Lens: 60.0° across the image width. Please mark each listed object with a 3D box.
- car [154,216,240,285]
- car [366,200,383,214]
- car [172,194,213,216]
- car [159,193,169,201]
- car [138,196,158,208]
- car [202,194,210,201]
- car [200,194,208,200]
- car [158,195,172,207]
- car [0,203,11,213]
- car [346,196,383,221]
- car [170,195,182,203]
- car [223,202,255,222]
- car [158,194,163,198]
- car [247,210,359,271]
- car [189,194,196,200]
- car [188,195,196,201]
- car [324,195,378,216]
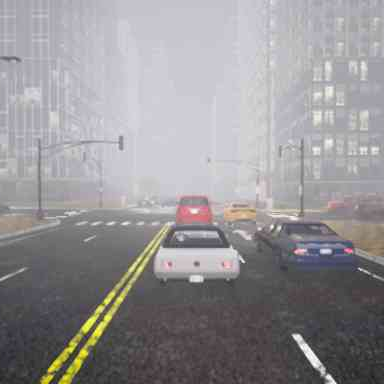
[{"bbox_3d":[0.103,1.590,9.428,1.895,1.301,4.718,0,0,0],"label":"car"},{"bbox_3d":[21.825,1.619,36.226,4.829,1.417,1.752,1,0,1],"label":"car"},{"bbox_3d":[0.112,1.203,21.194,2.150,2.045,5.566,0,0,0],"label":"car"},{"bbox_3d":[-6.468,1.233,77.785,2.097,1.767,4.553,0,0,0],"label":"car"},{"bbox_3d":[-6.575,1.426,47.911,2.128,1.511,4.902,0,0,0],"label":"car"},{"bbox_3d":[3.283,1.352,79.213,1.882,1.535,5.008,0,0,0],"label":"car"},{"bbox_3d":[3.288,1.391,89.572,2.033,1.411,5.357,0,0,0],"label":"car"},{"bbox_3d":[-3.319,1.498,48.347,1.994,1.385,4.181,0,0,0],"label":"car"},{"bbox_3d":[-19.380,1.388,31.131,4.181,1.385,1.994,1,1,1],"label":"car"},{"bbox_3d":[16.213,1.501,27.942,5.009,1.841,2.192,1,0,1],"label":"car"},{"bbox_3d":[-3.222,1.395,68.695,2.128,1.511,4.902,0,0,0],"label":"car"},{"bbox_3d":[3.363,1.493,24.137,1.882,1.535,5.008,0,-2,0],"label":"car"},{"bbox_3d":[-6.530,1.395,57.585,1.882,1.535,5.008,0,0,-1],"label":"car"},{"bbox_3d":[3.358,1.535,10.862,2.033,1.411,5.357,0,0,0],"label":"car"},{"bbox_3d":[0.038,1.376,89.156,1.812,1.442,4.674,0,0,0],"label":"car"},{"bbox_3d":[0.033,1.399,79.354,1.812,1.442,4.674,0,0,0],"label":"car"},{"bbox_3d":[16.414,1.311,33.726,5.566,2.045,2.150,1,1,1],"label":"car"}]
